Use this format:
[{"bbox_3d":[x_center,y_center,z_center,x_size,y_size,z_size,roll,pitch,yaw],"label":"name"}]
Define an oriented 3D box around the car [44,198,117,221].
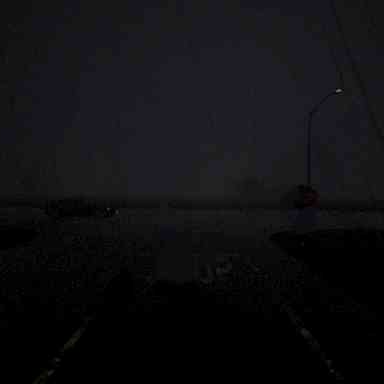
[{"bbox_3d":[-7.702,1.140,23.185,4.902,1.511,2.128,0,1,0],"label":"car"}]
